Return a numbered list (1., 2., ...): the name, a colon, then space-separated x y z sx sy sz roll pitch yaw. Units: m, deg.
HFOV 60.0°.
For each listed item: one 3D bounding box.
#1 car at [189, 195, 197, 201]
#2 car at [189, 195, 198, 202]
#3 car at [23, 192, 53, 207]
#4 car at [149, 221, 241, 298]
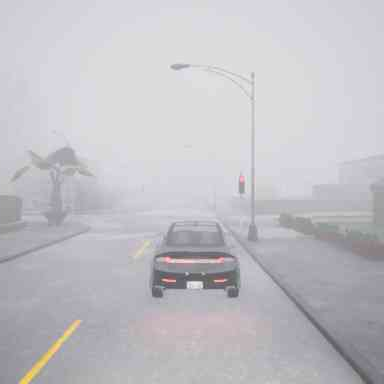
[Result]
1. car: 0.355 1.506 84.675 1.994 1.385 4.181 0 0 0
2. car: 0.312 1.435 74.440 1.882 1.535 5.008 0 0 0
3. car: -19.580 0.968 42.968 1.905 1.878 3.866 0 0 35
4. car: 0.086 1.488 8.505 2.128 1.511 4.902 0 0 1
